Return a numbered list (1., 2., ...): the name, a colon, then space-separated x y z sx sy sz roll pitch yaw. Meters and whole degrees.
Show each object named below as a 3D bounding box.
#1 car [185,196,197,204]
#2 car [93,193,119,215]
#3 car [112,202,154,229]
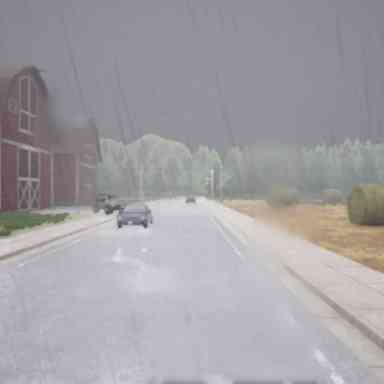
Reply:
1. car: -0.222 1.469 61.429 1.837 1.490 4.892 0 0 0
2. car: -7.776 1.146 31.345 1.905 1.878 3.866 8 -3 -42
3. car: -3.621 1.522 21.846 1.812 1.442 4.674 0 0 0
